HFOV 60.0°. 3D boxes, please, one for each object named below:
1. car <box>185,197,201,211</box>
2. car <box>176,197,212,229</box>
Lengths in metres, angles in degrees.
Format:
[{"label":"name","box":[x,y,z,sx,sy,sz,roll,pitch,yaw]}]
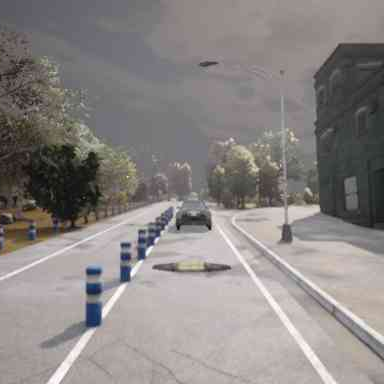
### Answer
[{"label":"car","box":[0.107,1.387,39.900,1.837,1.490,4.892,0,0,0]},{"label":"car","box":[0.103,1.288,20.987,2.097,1.767,4.553,0,0,0]}]
